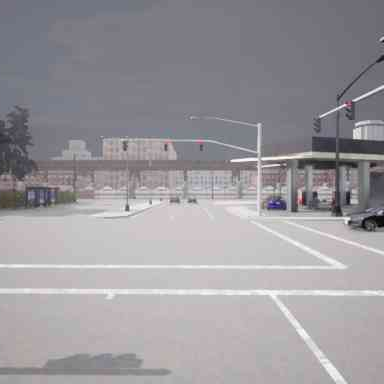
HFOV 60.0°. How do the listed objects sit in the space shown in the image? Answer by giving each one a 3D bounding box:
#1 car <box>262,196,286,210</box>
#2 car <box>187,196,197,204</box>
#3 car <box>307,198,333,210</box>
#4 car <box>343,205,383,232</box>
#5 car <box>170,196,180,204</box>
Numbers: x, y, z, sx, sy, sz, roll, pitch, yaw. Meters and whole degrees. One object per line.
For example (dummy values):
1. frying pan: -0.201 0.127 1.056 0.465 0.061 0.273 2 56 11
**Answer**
1. car: 9.733 1.295 39.643 2.242 1.667 4.611 0 0 0
2. car: 0.037 1.547 64.324 2.033 1.411 5.357 0 0 0
3. car: 15.478 1.456 40.402 1.970 1.475 3.806 0 0 0
4. car: 11.444 1.491 19.458 4.902 1.511 2.128 0 0 -1
5. car: -3.361 1.491 66.247 2.128 1.511 4.902 0 0 0
